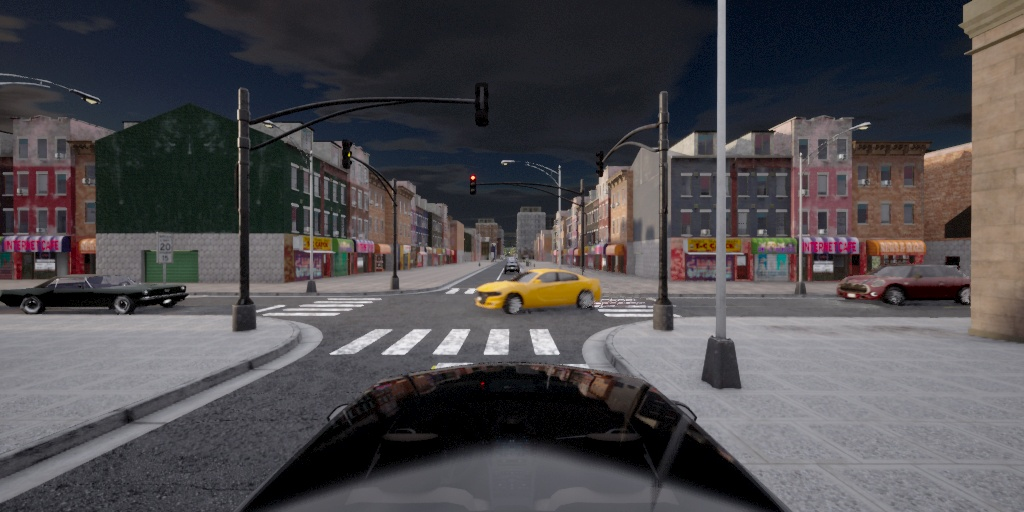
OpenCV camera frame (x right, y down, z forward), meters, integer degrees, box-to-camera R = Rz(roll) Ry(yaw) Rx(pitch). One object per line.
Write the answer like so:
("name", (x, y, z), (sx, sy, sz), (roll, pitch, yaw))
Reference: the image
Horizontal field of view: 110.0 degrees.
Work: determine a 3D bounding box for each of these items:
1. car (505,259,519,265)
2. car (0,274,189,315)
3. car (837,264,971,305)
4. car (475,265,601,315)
("car", (0.015, 1.313, 40.627), (1.948, 1.339, 4.313), (0, 0, 0))
("car", (-14.637, 1.312, 12.836), (4.718, 1.301, 1.895), (0, 0, -3))
("car", (17.222, 1.153, 15.812), (4.553, 1.767, 2.097), (0, 0, 0))
("car", (1.069, 1.233, 13.623), (5.008, 1.535, 1.882), (1, -1, -28))
